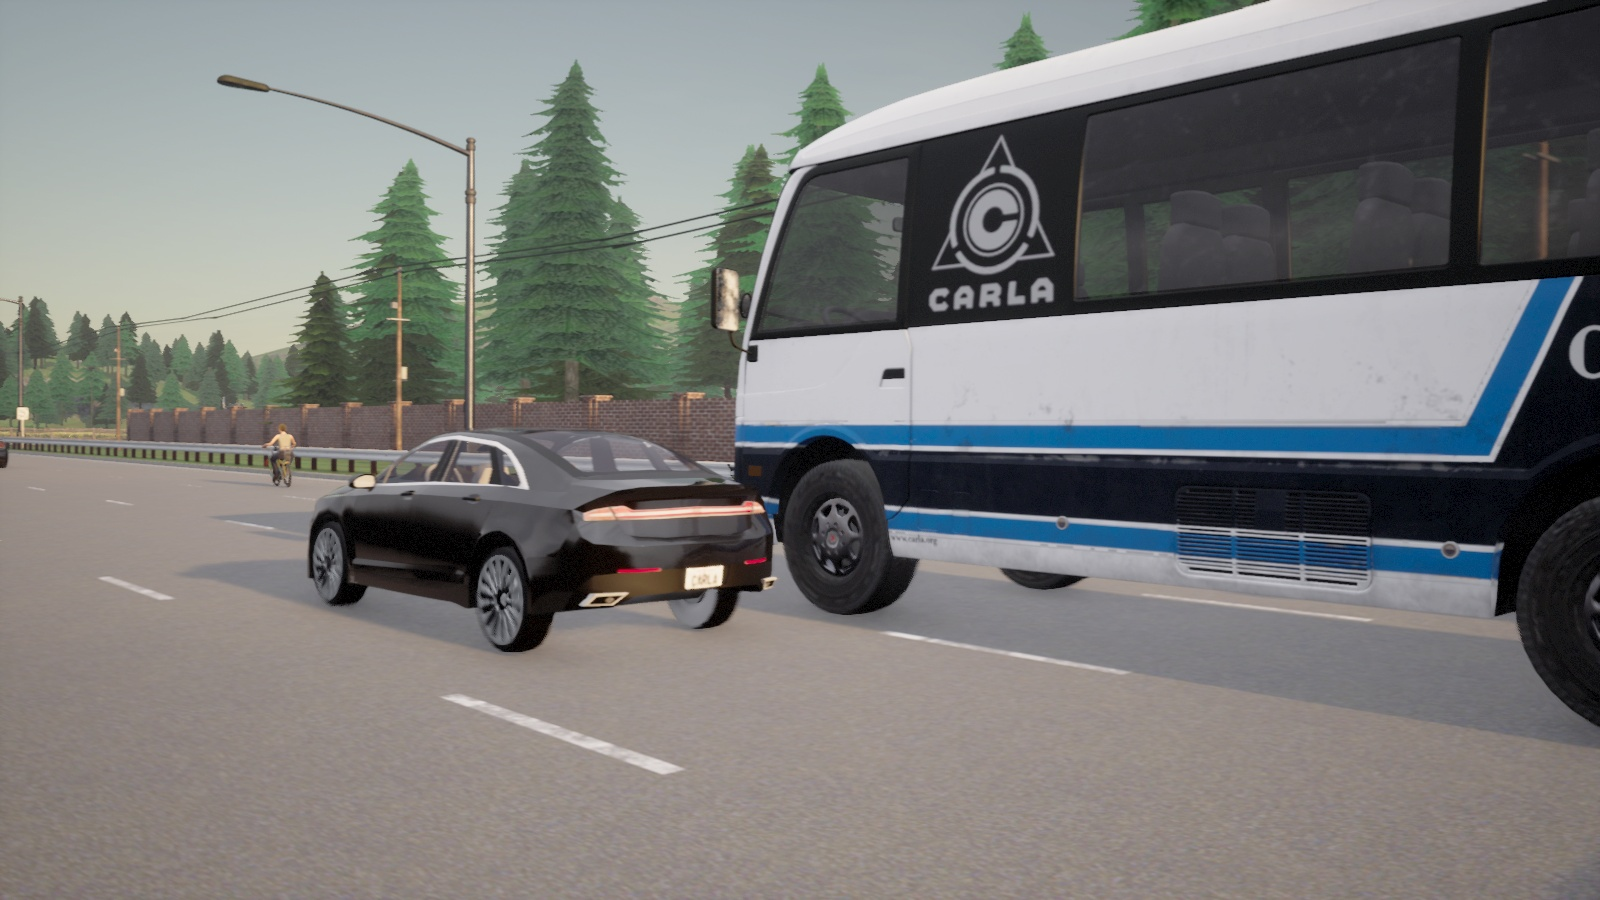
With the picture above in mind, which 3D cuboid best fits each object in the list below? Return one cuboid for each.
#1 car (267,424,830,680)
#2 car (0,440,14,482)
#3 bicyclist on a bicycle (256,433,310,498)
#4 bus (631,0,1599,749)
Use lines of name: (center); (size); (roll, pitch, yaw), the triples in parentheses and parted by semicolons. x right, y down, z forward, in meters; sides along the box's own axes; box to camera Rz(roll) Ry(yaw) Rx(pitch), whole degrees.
car: (-2.233, 0.580, 9.934); (2.128, 1.511, 4.902); (-1, 1, -42)
car: (-30.220, 0.400, 45.784); (1.970, 1.475, 3.806); (-1, 1, -42)
bicyclist on a bicycle: (-13.197, 0.381, 32.033); (0.866, 1.612, 1.509); (-2, 1, -38)
bus: (3.417, -0.796, 8.903); (3.944, 4.253, 10.273); (-1, 1, -42)
